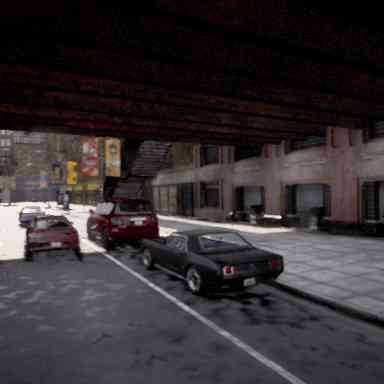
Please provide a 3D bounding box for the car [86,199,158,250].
[{"bbox_3d":[-3.404,1.355,15.516,2.435,2.045,5.566,0,0,-29],"label":"car"}]

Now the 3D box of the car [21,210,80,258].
[{"bbox_3d":[-5.776,1.664,13.526,1.812,1.442,4.674,0,0,-28],"label":"car"}]

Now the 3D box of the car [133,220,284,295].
[{"bbox_3d":[0.155,1.646,9.028,1.895,1.301,4.718,0,0,-29],"label":"car"}]

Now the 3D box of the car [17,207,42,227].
[{"bbox_3d":[-12.277,1.824,25.533,2.033,1.411,5.357,0,0,-28],"label":"car"}]
